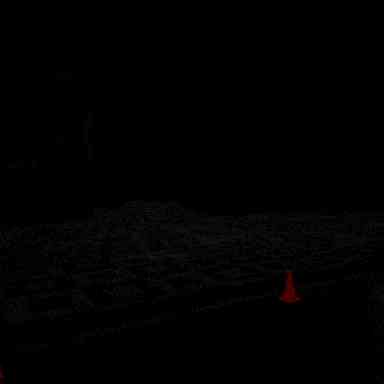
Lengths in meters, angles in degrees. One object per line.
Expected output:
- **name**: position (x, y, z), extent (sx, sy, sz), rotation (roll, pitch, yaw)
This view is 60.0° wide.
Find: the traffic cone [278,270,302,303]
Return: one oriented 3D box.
- **traffic cone**: position (1.982, 1.885, 6.753), extent (0.340, 0.580, 0.340), rotation (-1, 1, -29)
